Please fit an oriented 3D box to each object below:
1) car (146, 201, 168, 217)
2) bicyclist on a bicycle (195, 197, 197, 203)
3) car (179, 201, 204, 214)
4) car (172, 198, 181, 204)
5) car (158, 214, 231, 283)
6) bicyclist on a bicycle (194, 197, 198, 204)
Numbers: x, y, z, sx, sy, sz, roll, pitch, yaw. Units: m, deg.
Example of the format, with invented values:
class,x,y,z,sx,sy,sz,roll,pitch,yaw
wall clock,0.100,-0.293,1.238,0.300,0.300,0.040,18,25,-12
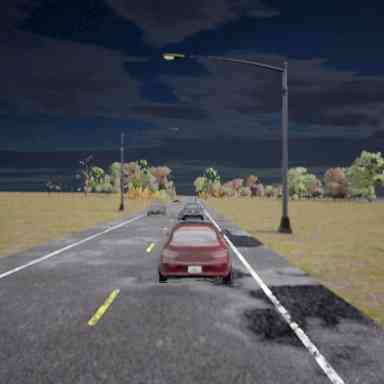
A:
class,x,y,z,sx,sy,sz,roll,pitch,yaw
car,-3.597,1.758,34.993,1.837,1.490,4.892,0,-1,0
bicyclist on a bicycle,0.963,2.048,84.639,0.582,1.620,1.656,0,-1,0
car,0.095,1.769,30.635,2.033,1.411,5.357,0,0,0
car,-3.501,2.026,76.410,1.895,1.301,4.718,0,0,0
car,0.077,1.598,9.812,1.812,1.442,4.674,0,0,0
bicyclist on a bicycle,0.958,1.973,75.638,0.866,1.612,1.509,0,0,0
